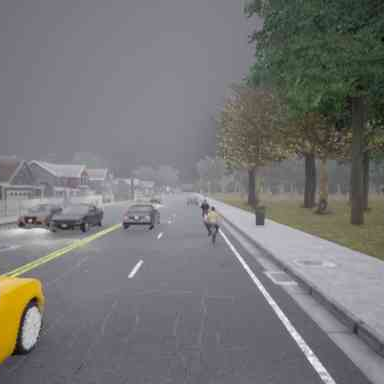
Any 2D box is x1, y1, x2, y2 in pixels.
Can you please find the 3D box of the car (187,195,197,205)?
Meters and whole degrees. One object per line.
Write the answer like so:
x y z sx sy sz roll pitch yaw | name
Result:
0.055 1.514 59.903 2.033 1.411 5.357 0 0 0 | car

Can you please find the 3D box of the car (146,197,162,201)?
-6.615 1.568 60.246 1.895 1.301 4.718 0 0 0 | car

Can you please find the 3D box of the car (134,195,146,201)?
-9.840 1.316 64.080 2.097 1.767 4.553 0 0 0 | car

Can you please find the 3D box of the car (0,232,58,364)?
-3.150 1.475 3.016 1.882 1.535 5.008 0 0 0 | car

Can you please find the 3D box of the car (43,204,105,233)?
-6.614 1.461 19.704 1.882 1.535 5.008 0 0 0 | car

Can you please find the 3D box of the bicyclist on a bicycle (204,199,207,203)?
0.880 1.352 22.412 0.659 1.776 1.843 0 0 0 | bicyclist on a bicycle

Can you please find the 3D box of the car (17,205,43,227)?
-9.865 1.546 22.282 1.994 1.385 4.181 0 0 0 | car

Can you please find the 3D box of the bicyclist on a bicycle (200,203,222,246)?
0.885 1.424 14.200 0.866 1.612 1.509 0 0 0 | bicyclist on a bicycle

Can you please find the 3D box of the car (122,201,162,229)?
-3.165 1.529 21.475 2.033 1.411 5.357 0 0 0 | car

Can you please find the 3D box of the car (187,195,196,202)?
-0.054 1.434 74.742 1.882 1.535 5.008 0 0 0 | car
